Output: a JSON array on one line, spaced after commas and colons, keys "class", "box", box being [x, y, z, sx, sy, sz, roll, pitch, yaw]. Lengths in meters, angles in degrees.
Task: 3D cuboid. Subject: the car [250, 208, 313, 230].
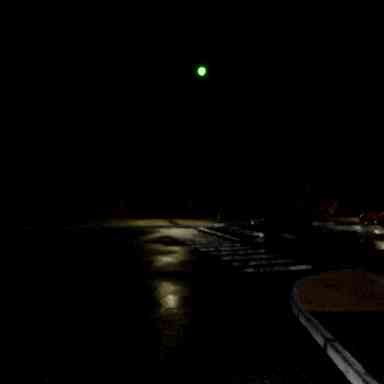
[{"class": "car", "box": [6.413, 1.914, 23.832, 4.674, 1.442, 1.812, 1, -1, -18]}]

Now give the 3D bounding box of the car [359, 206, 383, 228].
[{"class": "car", "box": [15.832, 1.899, 26.809, 4.553, 1.767, 2.097, 1, -1, -17]}]
